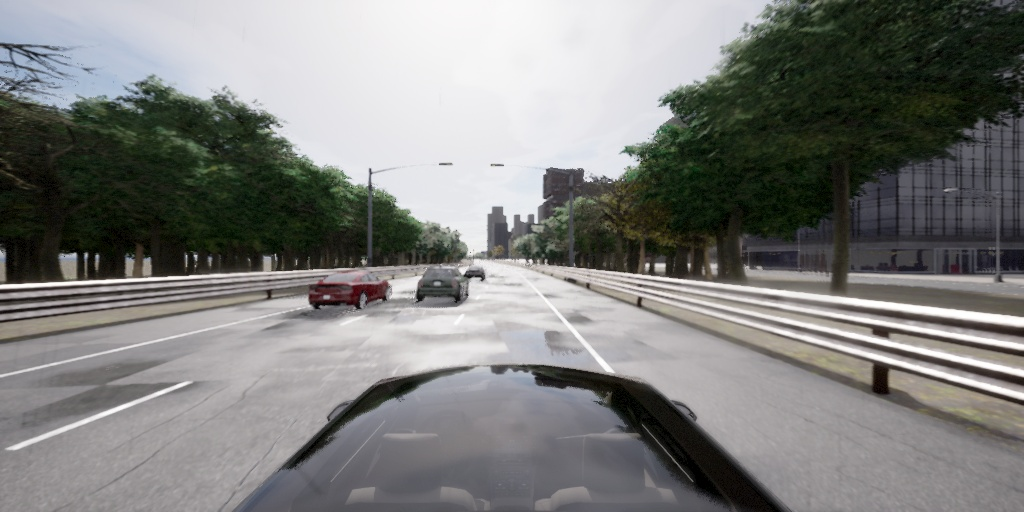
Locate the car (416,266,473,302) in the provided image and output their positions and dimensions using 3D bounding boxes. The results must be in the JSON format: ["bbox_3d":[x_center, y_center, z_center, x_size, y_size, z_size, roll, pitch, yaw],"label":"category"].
[{"bbox_3d":[-3.472,1.332,18.726,2.097,1.767,4.553,0,-1,0],"label":"car"}]

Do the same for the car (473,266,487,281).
[{"bbox_3d":[-3.682,1.734,36.714,1.837,1.490,4.892,0,-1,-1],"label":"car"}]

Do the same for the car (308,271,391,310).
[{"bbox_3d":[-6.951,1.420,15.902,1.882,1.535,5.008,0,-1,0],"label":"car"}]
